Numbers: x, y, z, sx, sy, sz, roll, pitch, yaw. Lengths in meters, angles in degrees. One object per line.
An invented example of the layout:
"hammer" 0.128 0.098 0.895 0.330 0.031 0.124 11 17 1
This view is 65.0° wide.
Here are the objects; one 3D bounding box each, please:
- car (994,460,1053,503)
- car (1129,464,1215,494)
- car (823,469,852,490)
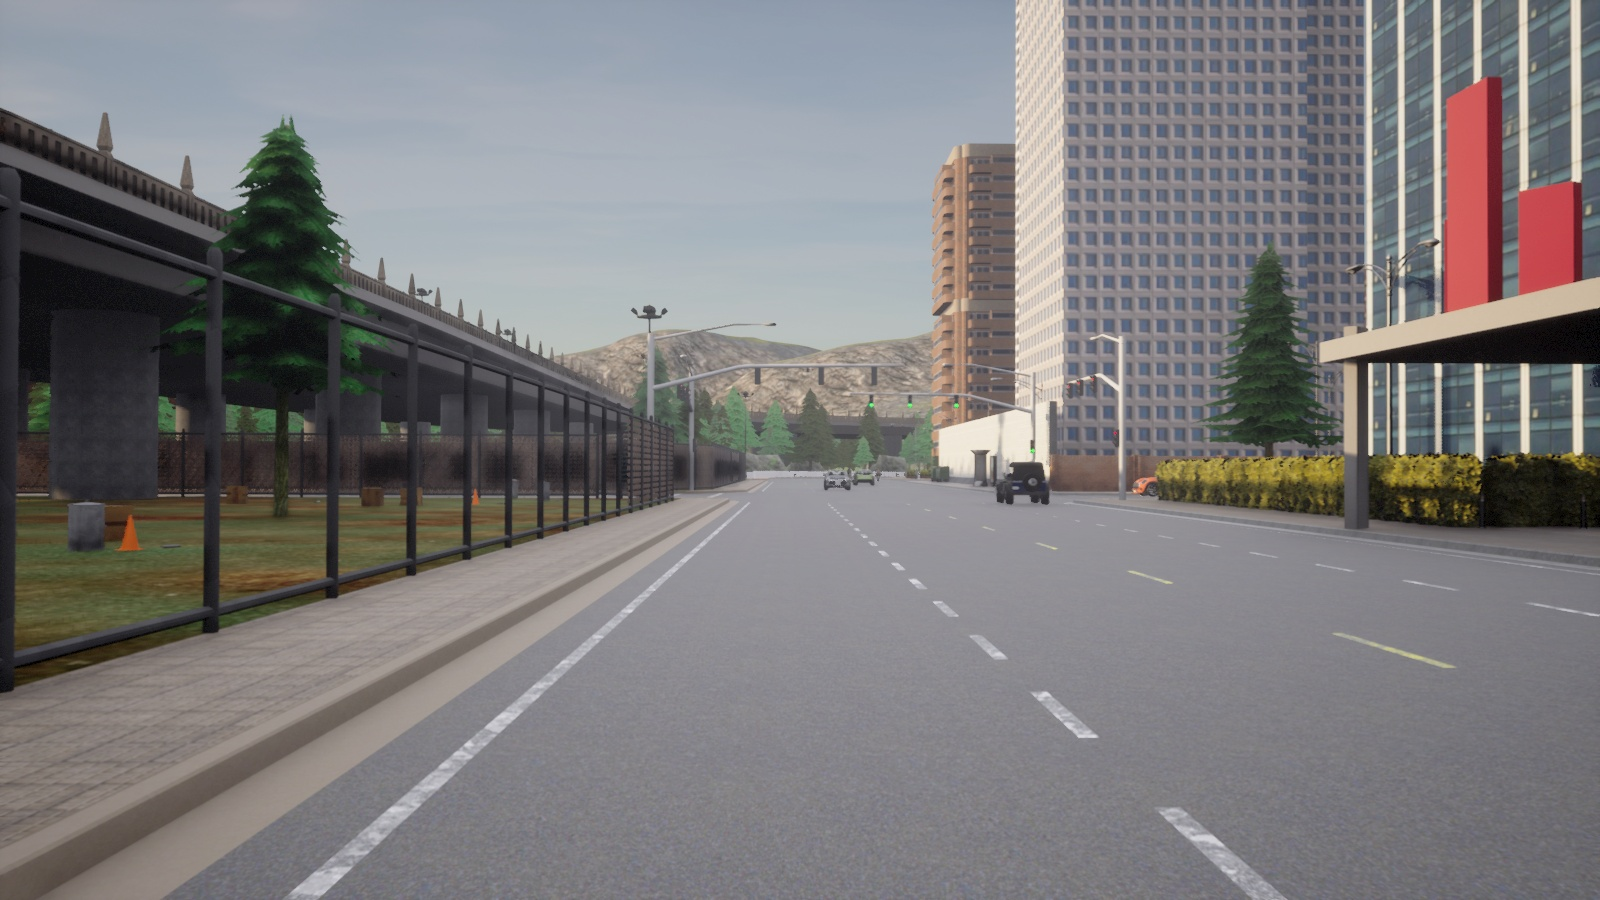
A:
"car" 9.987 1.390 56.420 1.905 1.878 3.866 0 -1 -1
"car" 22.359 1.739 75.658 4.553 1.767 2.097 0 -1 -1
"car" 2.671 2.092 90.885 1.970 1.475 3.806 0 -1 0
